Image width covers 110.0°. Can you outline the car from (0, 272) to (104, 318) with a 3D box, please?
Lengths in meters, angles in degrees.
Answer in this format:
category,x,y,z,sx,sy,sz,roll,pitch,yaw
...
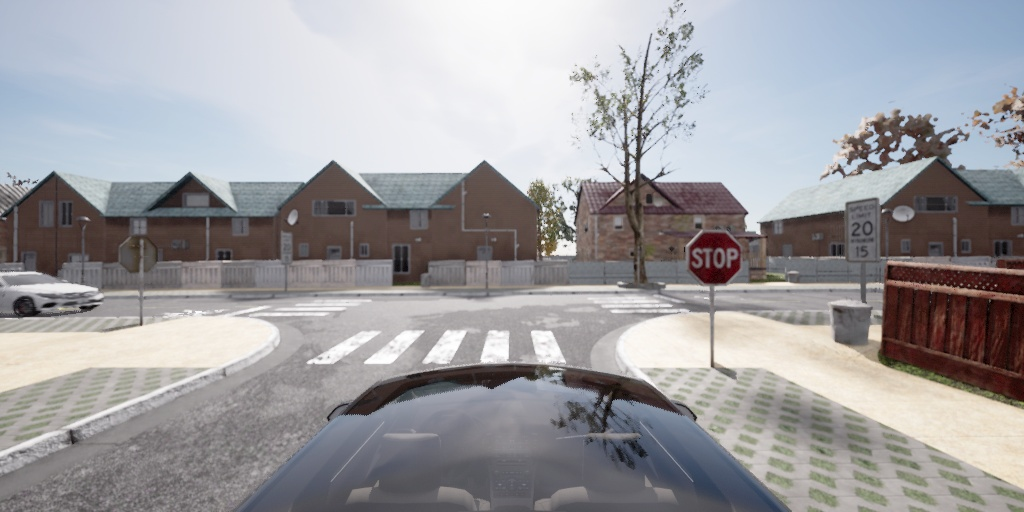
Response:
category,x,y,z,sx,sy,sz,roll,pitch,yaw
car,-16.855,1.265,12.148,4.674,1.442,1.812,0,0,0
